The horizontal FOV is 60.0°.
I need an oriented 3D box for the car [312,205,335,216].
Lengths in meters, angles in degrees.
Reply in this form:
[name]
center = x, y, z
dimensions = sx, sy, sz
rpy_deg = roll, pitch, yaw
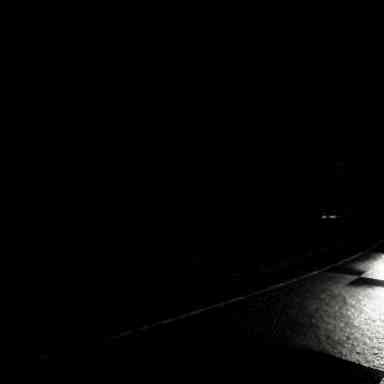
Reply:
[car]
center = 21.231, 2.913, 53.817
dimensions = 2.097, 1.767, 4.553
rpy_deg = -3, -3, -4
